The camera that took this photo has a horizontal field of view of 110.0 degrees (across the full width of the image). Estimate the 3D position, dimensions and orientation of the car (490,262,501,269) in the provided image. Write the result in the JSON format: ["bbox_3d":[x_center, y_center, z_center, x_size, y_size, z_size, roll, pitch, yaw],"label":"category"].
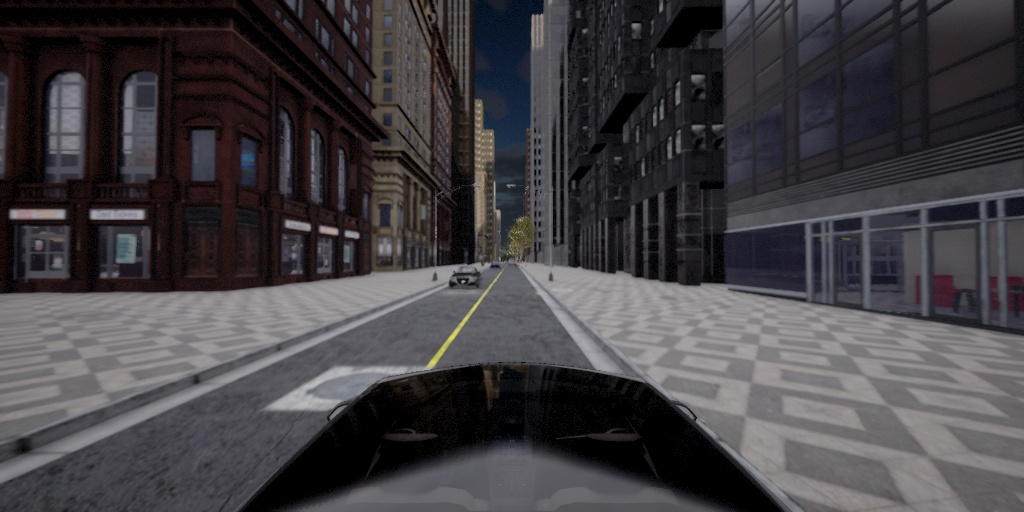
[{"bbox_3d":[-3.015,1.730,65.243,1.895,1.301,4.718,0,0,1],"label":"car"}]

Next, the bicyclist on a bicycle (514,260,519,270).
[{"bbox_3d":[0.827,1.515,59.062,0.866,1.612,1.509,0,0,0],"label":"bicyclist on a bicycle"}]

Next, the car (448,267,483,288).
[{"bbox_3d":[-3.097,1.437,24.668,1.994,1.385,4.181,0,0,0],"label":"car"}]
